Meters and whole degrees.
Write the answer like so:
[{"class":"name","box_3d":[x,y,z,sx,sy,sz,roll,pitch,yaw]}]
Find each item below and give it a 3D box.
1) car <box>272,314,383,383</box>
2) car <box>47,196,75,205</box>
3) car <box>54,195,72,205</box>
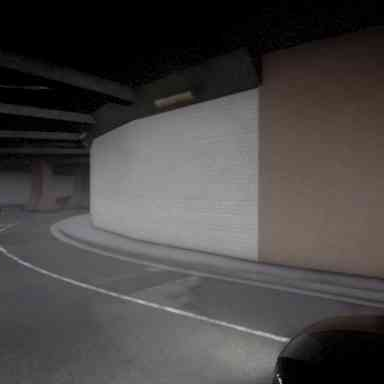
[{"class":"car","box_3d":[2.896,1.509,1.910,4.892,1.490,1.837,1,1,36]},{"class":"car","box_3d":[-22.713,1.438,57.776,1.812,1.442,4.674,0,0,21]},{"class":"car","box_3d":[-19.931,1.270,55.208,2.097,1.767,4.553,0,0,21]}]
